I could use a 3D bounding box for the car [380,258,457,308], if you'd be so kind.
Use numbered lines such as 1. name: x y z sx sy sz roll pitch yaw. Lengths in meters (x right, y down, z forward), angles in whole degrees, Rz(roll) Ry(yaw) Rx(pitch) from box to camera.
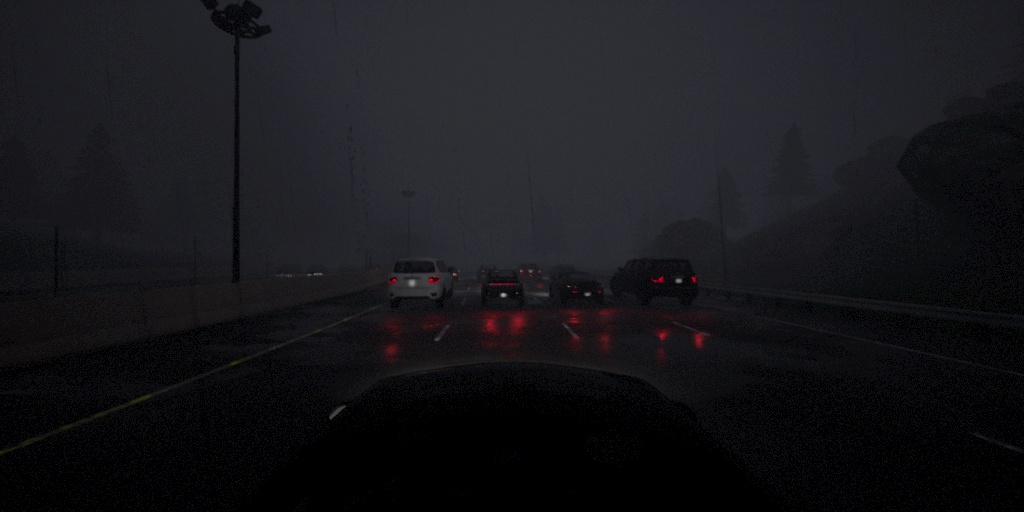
1. car: -3.976 1.104 16.302 2.150 2.045 5.566 0 0 -4

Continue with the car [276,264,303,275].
1. car: -30.232 1.748 48.899 2.033 1.411 5.357 0 -1 -15

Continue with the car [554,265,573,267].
1. car: 4.728 1.551 33.416 1.837 1.490 4.892 0 0 -8

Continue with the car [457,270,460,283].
1. car: -5.617 1.577 31.592 2.033 1.411 5.357 0 -1 -8

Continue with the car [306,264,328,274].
1. car: -27.211 1.775 50.218 1.994 1.385 4.181 0 -1 -14

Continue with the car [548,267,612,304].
1. car: 2.981 1.418 17.160 1.812 1.442 4.674 0 0 -4

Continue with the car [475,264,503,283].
1. car: -2.196 1.529 32.389 2.128 1.511 4.902 0 0 -8

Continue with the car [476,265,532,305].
1. car: -0.504 1.383 16.825 2.128 1.511 4.902 0 0 -4

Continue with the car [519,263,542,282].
1. car: 1.297 1.388 32.690 2.097 1.767 4.553 0 -1 -8

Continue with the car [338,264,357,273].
1. car: -23.968 1.829 52.192 1.895 1.301 4.718 0 -1 -15

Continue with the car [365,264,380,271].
1. car: -20.710 1.840 53.499 1.895 1.301 4.718 0 -1 -15

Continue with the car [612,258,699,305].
1. car: 6.499 1.107 17.021 2.150 2.045 5.566 0 0 -4
